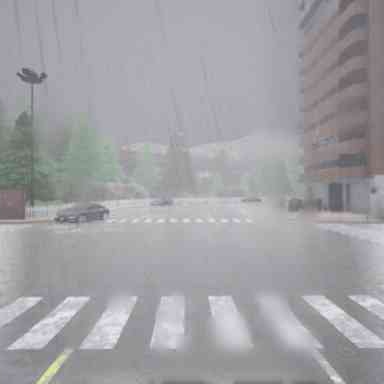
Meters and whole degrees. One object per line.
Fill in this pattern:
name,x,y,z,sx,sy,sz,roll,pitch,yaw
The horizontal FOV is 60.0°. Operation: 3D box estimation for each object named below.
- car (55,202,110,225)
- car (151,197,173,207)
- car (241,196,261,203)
car,-7.901,1.563,24.518,1.837,1.490,4.892,3,1,19
car,-4.494,1.500,49.981,2.128,1.511,4.902,-1,0,21
car,12.163,1.553,68.542,4.181,1.385,1.994,0,0,-29
